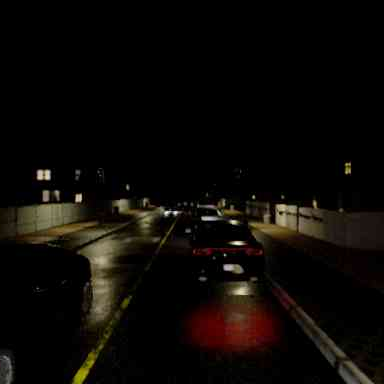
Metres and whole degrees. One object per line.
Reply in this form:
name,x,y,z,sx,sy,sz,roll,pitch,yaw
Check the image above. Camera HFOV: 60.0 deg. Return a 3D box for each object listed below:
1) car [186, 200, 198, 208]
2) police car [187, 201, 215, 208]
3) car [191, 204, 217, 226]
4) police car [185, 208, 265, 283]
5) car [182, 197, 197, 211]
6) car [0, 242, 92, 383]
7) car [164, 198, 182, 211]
car,-0.010,2.109,61.302,1.994,1.385,4.181,0,-1,0
police car,0.821,1.576,19.994,1.930,1.638,5.238,0,0,0
car,0.820,1.705,25.884,1.837,1.490,4.892,0,-1,0
police car,0.823,1.497,9.992,1.930,1.638,5.238,0,0,0
car,0.016,1.747,47.034,2.097,1.767,4.553,0,-1,0
car,-2.850,1.560,4.900,1.812,1.442,4.674,0,0,0
car,-2.854,1.939,46.714,2.033,1.411,5.357,0,-1,0
